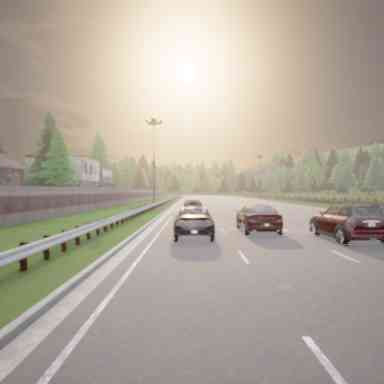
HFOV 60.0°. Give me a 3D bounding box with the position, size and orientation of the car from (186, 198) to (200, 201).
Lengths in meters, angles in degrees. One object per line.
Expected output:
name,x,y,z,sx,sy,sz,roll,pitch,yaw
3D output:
car,0.094,1.390,34.627,1.837,1.490,4.892,0,0,0

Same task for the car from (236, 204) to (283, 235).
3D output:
car,3.598,1.416,18.422,1.882,1.535,5.008,0,0,0

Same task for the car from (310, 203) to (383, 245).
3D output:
car,7.095,1.301,15.248,2.097,1.767,4.553,0,0,0

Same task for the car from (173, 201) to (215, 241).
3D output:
car,0.096,1.438,16.236,2.128,1.511,4.902,0,0,0
